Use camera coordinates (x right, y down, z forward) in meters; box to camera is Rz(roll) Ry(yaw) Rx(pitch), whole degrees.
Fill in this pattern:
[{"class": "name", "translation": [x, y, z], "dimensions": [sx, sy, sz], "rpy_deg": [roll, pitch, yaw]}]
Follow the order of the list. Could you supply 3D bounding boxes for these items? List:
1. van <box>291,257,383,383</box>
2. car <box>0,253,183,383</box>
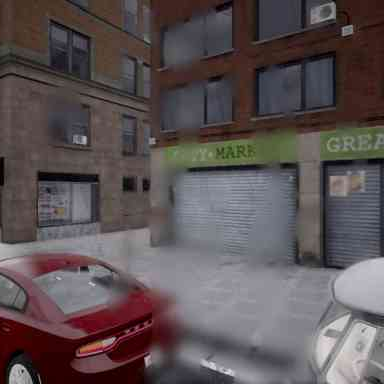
[{"class": "van", "translation": [2.398, 1.341, 1.367], "dimensions": [3.998, 1.788, 1.690], "rpy_deg": [0, 0, 35]}, {"class": "car", "translation": [-2.211, 1.544, 4.653], "dimensions": [4.507, 1.381, 1.887], "rpy_deg": [0, 0, 35]}]
